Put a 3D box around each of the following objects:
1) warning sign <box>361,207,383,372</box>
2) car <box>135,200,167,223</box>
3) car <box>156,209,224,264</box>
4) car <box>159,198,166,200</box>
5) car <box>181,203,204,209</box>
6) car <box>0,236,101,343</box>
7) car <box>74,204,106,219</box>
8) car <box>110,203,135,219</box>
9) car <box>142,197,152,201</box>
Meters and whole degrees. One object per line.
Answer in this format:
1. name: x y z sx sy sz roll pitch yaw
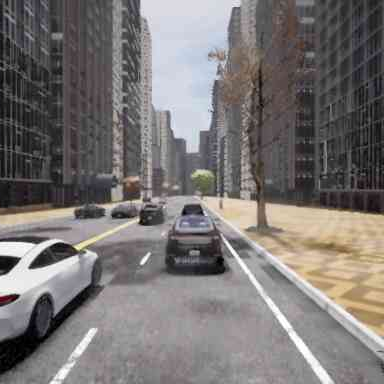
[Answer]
1. warning sign: 2.863 1.143 3.779 1.300 1.860 1.060 1 0 0
2. car: -3.186 1.722 27.624 1.837 1.490 4.892 0 0 0
3. car: 0.082 1.586 12.126 2.128 1.511 4.902 0 0 0
4. car: -6.584 2.047 74.356 2.033 1.411 5.357 0 0 0
5. car: 0.064 1.704 29.453 1.882 1.535 5.008 0 0 0
6. car: -3.172 1.578 6.395 1.812 1.442 4.674 0 0 0
7. car: -9.882 1.859 32.421 1.895 1.301 4.718 0 0 0
8. car: -6.634 1.807 32.987 2.033 1.411 5.357 0 0 0
9. car: -9.833 1.836 72.891 1.882 1.535 5.008 0 0 0
